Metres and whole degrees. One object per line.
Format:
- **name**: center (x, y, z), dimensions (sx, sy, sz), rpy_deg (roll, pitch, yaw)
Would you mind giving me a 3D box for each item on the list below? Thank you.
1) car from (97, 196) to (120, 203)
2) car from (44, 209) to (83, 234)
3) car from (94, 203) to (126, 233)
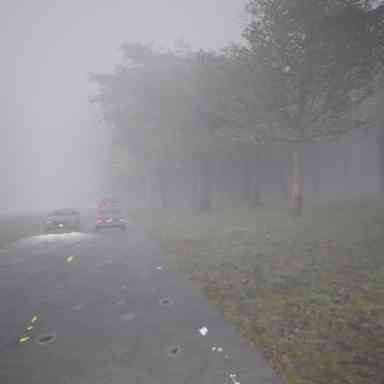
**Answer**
- **car**: center (-9.194, 1.519, 36.737), dimensions (2.150, 2.045, 5.566), rpy_deg (-2, 0, -14)
- **car**: center (-8.175, 1.784, 21.391), dimensions (1.994, 1.385, 4.181), rpy_deg (-2, 0, -14)
- **car**: center (-5.178, 1.667, 21.062), dimensions (2.033, 1.411, 5.357), rpy_deg (-2, 0, -14)
